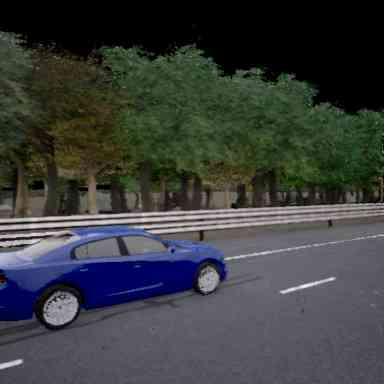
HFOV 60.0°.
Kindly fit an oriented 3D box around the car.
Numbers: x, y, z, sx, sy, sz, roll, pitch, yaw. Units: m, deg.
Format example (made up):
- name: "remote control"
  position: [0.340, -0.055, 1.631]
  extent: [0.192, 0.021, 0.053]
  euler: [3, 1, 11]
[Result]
- name: "car"
  position: [-1.503, 1.471, 6.988]
  extent: [5.008, 1.535, 1.882]
  euler: [0, 0, -35]
